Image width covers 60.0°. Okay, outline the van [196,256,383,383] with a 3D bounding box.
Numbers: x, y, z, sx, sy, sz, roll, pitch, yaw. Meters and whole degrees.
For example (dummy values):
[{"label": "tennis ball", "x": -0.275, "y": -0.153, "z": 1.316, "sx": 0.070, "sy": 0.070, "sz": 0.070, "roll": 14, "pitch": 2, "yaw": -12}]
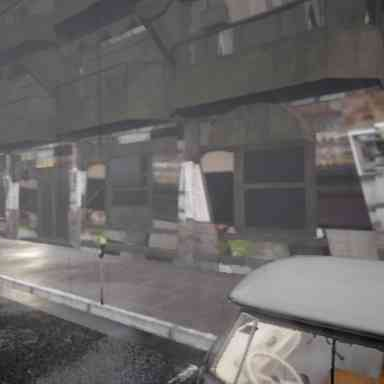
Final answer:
[{"label": "van", "x": 1.814, "y": 1.337, "z": 1.439, "sx": 3.998, "sy": 1.788, "sz": 1.690, "roll": 0, "pitch": -1, "yaw": 36}]
